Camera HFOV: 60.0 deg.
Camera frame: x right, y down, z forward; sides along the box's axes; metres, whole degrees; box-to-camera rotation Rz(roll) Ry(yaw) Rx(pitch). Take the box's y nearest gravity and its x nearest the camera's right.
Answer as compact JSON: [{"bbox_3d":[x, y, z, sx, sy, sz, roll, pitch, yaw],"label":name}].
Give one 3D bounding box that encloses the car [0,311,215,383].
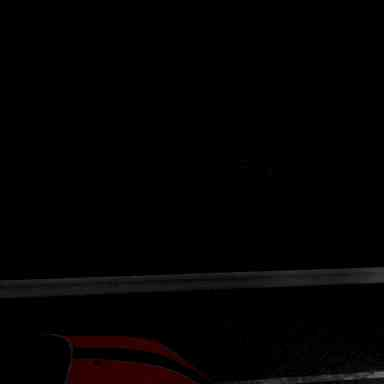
[{"bbox_3d":[-1.856,1.352,1.660,4.553,1.767,2.097,0,0,-6],"label":"car"}]
